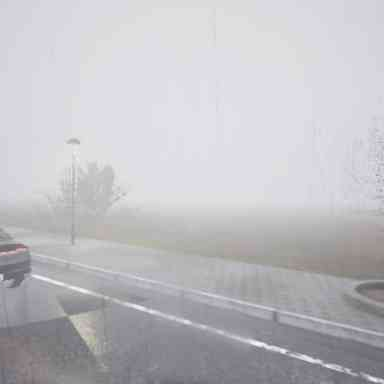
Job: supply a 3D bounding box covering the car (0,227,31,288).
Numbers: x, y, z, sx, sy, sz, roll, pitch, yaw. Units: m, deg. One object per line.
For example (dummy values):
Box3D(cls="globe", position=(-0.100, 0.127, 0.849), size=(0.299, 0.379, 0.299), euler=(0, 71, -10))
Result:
Box3D(cls="car", position=(-5.608, 1.366, 7.619), size=(4.902, 1.511, 2.128), euler=(1, 1, 36))
